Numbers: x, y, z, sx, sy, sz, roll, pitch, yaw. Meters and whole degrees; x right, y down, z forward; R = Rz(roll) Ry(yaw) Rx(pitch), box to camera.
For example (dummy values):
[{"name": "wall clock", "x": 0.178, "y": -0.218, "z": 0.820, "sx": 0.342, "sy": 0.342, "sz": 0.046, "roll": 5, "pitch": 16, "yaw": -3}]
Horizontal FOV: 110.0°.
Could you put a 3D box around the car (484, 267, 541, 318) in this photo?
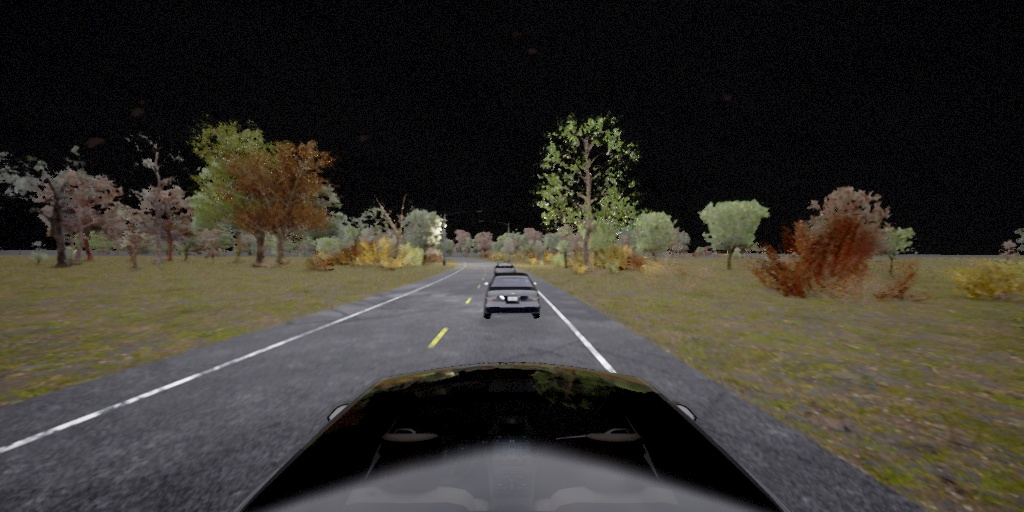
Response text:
[{"name": "car", "x": -0.032, "y": 1.296, "z": 12.995, "sx": 2.033, "sy": 1.411, "sz": 5.357, "roll": 0, "pitch": 0, "yaw": -1}]

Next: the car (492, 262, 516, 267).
[{"name": "car", "x": -0.666, "y": 1.232, "z": 31.358, "sx": 2.128, "sy": 1.511, "sz": 4.902, "roll": 0, "pitch": 0, "yaw": -3}]
